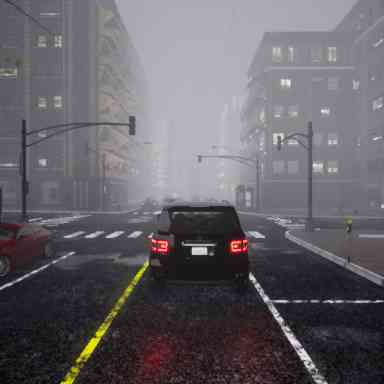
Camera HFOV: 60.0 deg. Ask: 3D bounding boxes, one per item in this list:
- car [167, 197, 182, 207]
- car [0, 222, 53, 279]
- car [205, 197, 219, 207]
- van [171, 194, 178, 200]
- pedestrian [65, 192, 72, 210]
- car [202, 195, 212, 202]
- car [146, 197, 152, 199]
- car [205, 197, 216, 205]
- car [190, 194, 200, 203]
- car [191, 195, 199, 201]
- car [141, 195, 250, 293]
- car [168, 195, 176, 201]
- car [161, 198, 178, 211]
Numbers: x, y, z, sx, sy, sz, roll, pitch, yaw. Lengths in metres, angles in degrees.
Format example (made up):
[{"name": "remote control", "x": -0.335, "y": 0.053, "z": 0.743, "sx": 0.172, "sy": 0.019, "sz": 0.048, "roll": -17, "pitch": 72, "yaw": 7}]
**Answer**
[{"name": "car", "x": -2.620, "y": 1.562, "z": 51.341, "sx": 1.994, "sy": 1.385, "sz": 4.181, "roll": 0, "pitch": 0, "yaw": 1}, {"name": "car", "x": -5.610, "y": 1.581, "z": 9.942, "sx": 1.802, "sy": 1.307, "sz": 4.206, "roll": 0, "pitch": 0, "yaw": 1}, {"name": "car", "x": 3.183, "y": 1.549, "z": 53.543, "sx": 2.008, "sy": 1.369, "sz": 4.403, "roll": 0, "pitch": 0, "yaw": 1}, {"name": "van", "x": -4.824, "y": 1.340, "z": 93.098, "sx": 1.690, "sy": 1.788, "sz": 3.998, "roll": 0, "pitch": 0, "yaw": 1}, {"name": "pedestrian", "x": -12.408, "y": 0.902, "z": 33.411, "sx": 0.375, "sy": 1.860, "sz": 0.375, "roll": 0, "pitch": -1, "yaw": 0}, {"name": "car", "x": 3.396, "y": 1.440, "z": 76.097, "sx": 1.967, "sy": 1.590, "sz": 4.097, "roll": 0, "pitch": 0, "yaw": 1}, {"name": "car", "x": -5.304, "y": 1.438, "z": 42.351, "sx": 1.967, "sy": 1.590, "sz": 4.097, "roll": 0, "pitch": 0, "yaw": 1}, {"name": "car", "x": 3.237, "y": 1.543, "z": 59.181, "sx": 1.887, "sy": 1.381, "sz": 4.507, "roll": 0, "pitch": 0, "yaw": 1}, {"name": "car", "x": 0.695, "y": 1.354, "z": 72.850, "sx": 2.097, "sy": 1.767, "sz": 4.553, "roll": 0, "pitch": 0, "yaw": 1}, {"name": "car", "x": 0.773, "y": 1.477, "z": 82.626, "sx": 1.882, "sy": 1.535, "sz": 5.008, "roll": 0, "pitch": 0, "yaw": 1}, {"name": "car", "x": 0.168, "y": 1.221, "z": 9.026, "sx": 2.150, "sy": 2.045, "sz": 5.566, "roll": 0, "pitch": 0, "yaw": 1}, {"name": "car", "x": -4.932, "y": 1.525, "z": 81.650, "sx": 1.752, "sy": 1.417, "sz": 4.829, "roll": 0, "pitch": 0, "yaw": 1}, {"name": "car", "x": -2.720, "y": 1.524, "z": 41.375, "sx": 1.812, "sy": 1.442, "sz": 4.674, "roll": 0, "pitch": 0, "yaw": 1}]
